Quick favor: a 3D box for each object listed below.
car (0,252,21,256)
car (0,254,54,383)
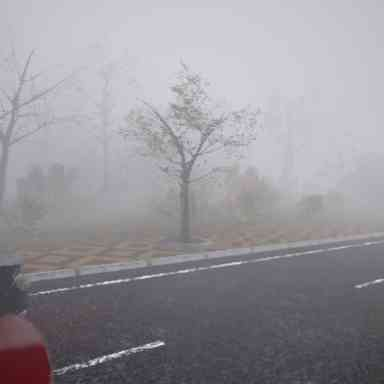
[{"bbox_3d":[-4.642,1.350,3.946,4.892,1.490,1.837,1,1,-35],"label":"car"},{"bbox_3d":[-3.087,1.392,1.071,5.008,1.535,1.882,1,1,-35],"label":"car"}]
